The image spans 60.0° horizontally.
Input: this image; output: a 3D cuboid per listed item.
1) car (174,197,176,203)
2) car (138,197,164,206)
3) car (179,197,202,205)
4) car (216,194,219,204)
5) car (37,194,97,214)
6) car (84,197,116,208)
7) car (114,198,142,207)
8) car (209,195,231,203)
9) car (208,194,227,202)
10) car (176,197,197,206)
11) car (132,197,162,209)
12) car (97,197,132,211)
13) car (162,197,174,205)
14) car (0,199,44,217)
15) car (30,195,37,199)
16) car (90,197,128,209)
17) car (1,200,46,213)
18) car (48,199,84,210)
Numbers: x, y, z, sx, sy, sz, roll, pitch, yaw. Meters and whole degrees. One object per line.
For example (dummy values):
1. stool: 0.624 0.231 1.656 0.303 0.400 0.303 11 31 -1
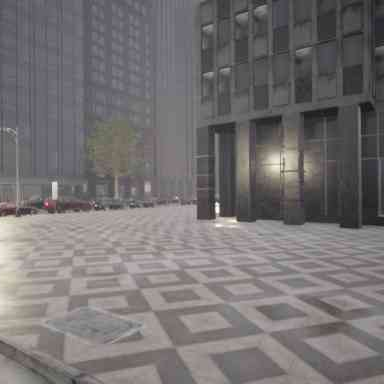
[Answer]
1. car: -3.793 1.574 62.557 1.947 1.339 4.313 -1 0 35
2. car: -7.101 1.544 57.780 1.752 1.417 4.829 -1 0 35
3. car: -0.189 1.505 57.294 1.994 1.385 4.181 -1 0 34
4. car: 3.209 1.222 57.700 2.192 1.841 5.009 -1 0 35
5. car: -12.839 1.290 34.520 2.192 1.841 5.009 -1 0 35
6. car: -13.425 1.484 48.647 1.967 1.590 4.097 -1 0 35
7. car: -10.213 1.613 53.283 1.802 1.307 4.206 -1 0 35
8. car: 5.489 1.416 65.510 2.128 1.511 4.902 -1 0 35
9. car: 5.835 1.295 76.468 2.192 1.841 5.009 -1 0 35
10. car: 0.001 1.462 53.063 1.887 1.381 4.507 -1 0 35
11. car: -6.418 1.509 43.790 1.947 1.339 4.313 -1 0 35
12. car: -9.627 1.525 39.155 1.947 1.339 4.313 -1 0 35
13. car: -5.669 1.589 54.922 1.895 1.301 4.718 -1 0 35
14. car: -16.046 1.576 29.882 1.802 1.307 4.206 -1 0 35
15. car: -17.241 1.264 38.304 2.150 2.045 5.566 -1 0 35
16. car: -11.521 1.505 46.539 2.128 1.511 4.902 -1 0 35
17. car: -19.843 1.642 39.374 1.947 1.339 4.313 -1 0 35
18. car: -16.634 1.642 44.010 1.802 1.307 4.206 -1 0 35
